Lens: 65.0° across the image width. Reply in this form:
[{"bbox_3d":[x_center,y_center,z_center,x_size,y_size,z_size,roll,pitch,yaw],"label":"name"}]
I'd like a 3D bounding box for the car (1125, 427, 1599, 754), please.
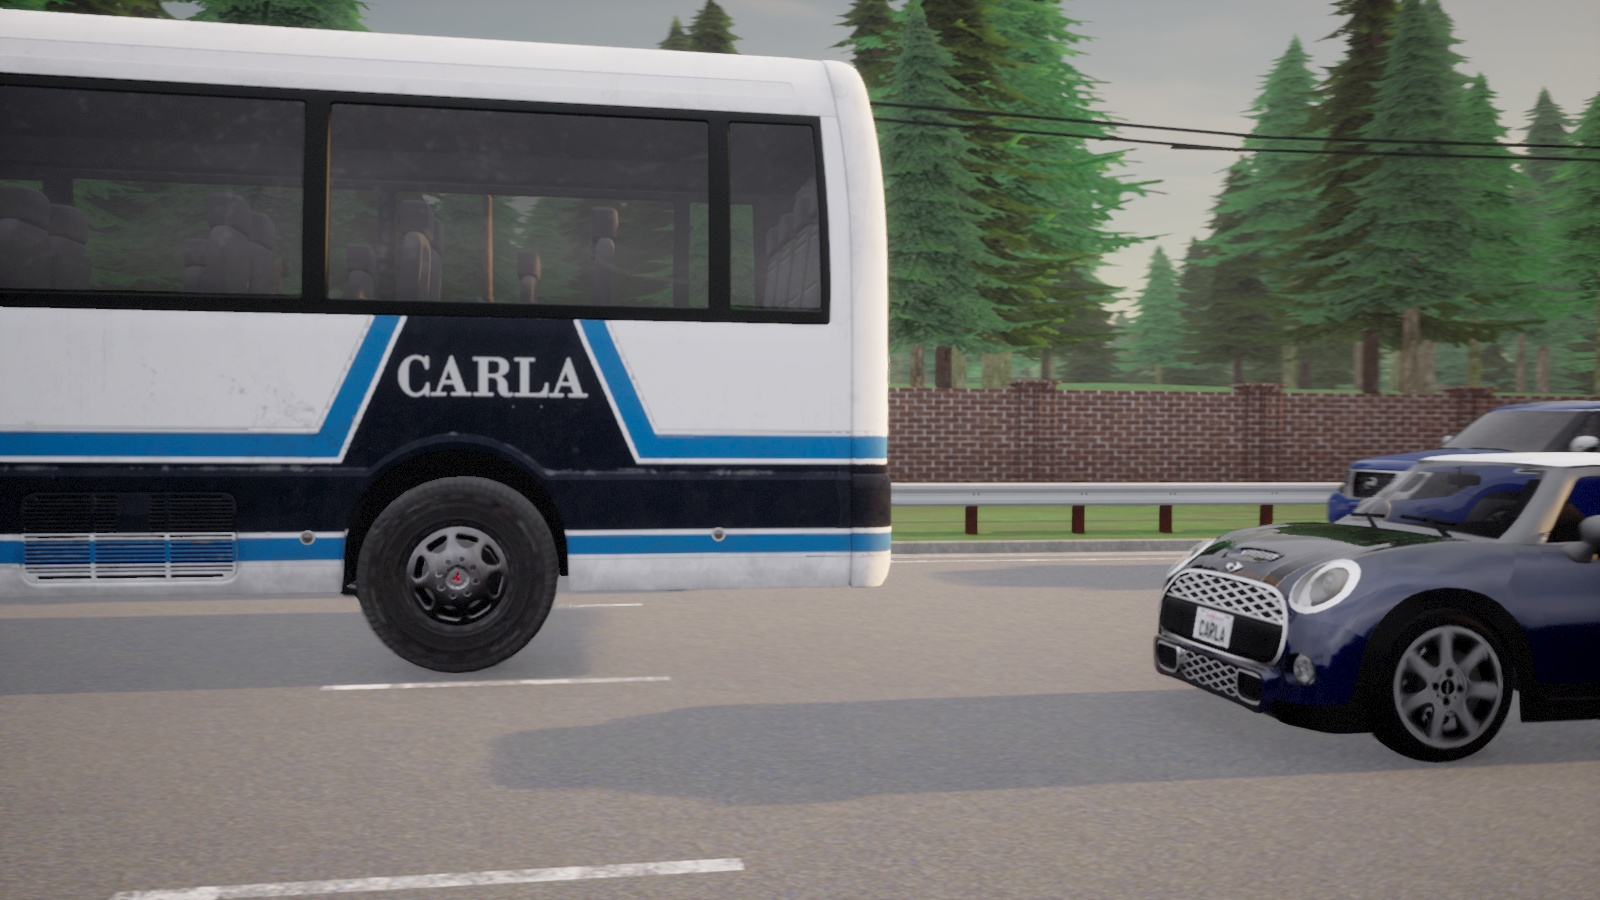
[{"bbox_3d":[4.053,0.620,7.085,3.806,1.475,1.970,-1,1,-10],"label":"car"}]

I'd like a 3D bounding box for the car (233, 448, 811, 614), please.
[{"bbox_3d":[-2.720,0.743,12.962,5.357,1.411,2.033,-1,1,-10],"label":"car"}]

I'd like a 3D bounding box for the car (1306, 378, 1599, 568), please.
[{"bbox_3d":[9.275,0.199,15.153,5.566,2.045,2.150,-1,1,-10],"label":"car"}]

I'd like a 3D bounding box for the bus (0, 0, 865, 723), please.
[{"bbox_3d":[-5.026,-0.600,8.971,10.273,4.253,3.944,-1,1,-10],"label":"bus"}]
